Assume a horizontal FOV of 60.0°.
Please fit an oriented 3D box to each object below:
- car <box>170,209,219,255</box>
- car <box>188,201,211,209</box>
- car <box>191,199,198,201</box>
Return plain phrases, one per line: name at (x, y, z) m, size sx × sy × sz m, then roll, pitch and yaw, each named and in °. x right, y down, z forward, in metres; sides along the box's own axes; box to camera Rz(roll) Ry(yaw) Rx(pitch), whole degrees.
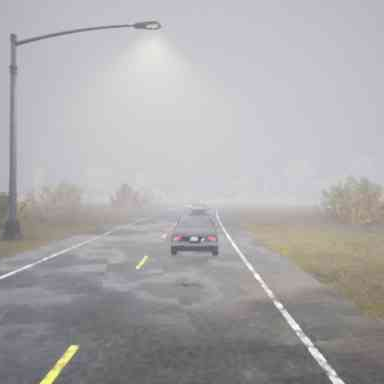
car at (0.126, 1.680, 13.930) m, size 2.033 × 1.411 × 5.357 m, roll 0°, pitch -1°, yaw 1°
car at (0.634, 1.803, 29.260) m, size 1.812 × 1.442 × 4.674 m, roll 0°, pitch 0°, yaw 3°
car at (0.510, 2.206, 72.054) m, size 2.128 × 1.511 × 4.902 m, roll 0°, pitch -1°, yaw 6°
